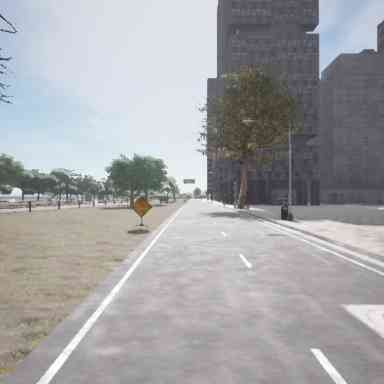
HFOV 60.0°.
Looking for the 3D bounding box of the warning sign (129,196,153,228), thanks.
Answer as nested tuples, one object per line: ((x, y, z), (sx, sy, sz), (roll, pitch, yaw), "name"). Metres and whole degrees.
((-3.052, 1.182, 20.153), (1.300, 1.860, 1.060), (0, -1, 0), "warning sign")
